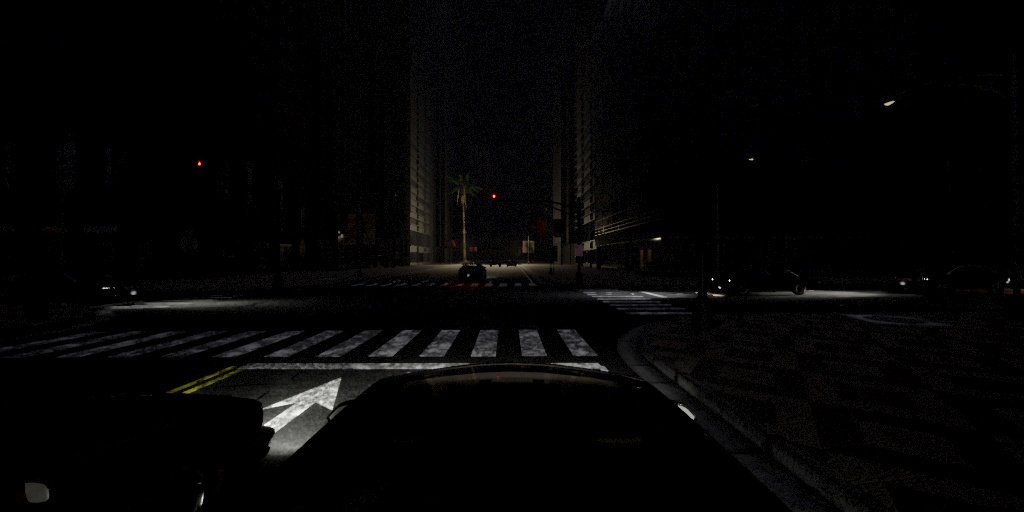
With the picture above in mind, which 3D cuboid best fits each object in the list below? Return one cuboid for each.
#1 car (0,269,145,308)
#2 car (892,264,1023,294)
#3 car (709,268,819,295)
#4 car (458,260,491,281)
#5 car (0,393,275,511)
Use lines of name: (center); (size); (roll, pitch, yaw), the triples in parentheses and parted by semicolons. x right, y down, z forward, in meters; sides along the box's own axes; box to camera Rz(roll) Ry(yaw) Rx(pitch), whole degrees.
car: (-18.462, 1.307, 15.072); (4.902, 1.511, 2.128); (0, 0, -2)
car: (23.002, 1.173, 18.900); (4.902, 1.511, 2.128); (0, 0, -1)
car: (12.996, 1.316, 18.734); (4.718, 1.301, 1.895); (0, 0, -2)
car: (-3.307, 1.297, 30.275); (2.128, 1.511, 4.902); (0, 0, 2)
car: (-3.176, 1.297, 0.710); (2.033, 1.411, 5.357); (0, 0, 4)
